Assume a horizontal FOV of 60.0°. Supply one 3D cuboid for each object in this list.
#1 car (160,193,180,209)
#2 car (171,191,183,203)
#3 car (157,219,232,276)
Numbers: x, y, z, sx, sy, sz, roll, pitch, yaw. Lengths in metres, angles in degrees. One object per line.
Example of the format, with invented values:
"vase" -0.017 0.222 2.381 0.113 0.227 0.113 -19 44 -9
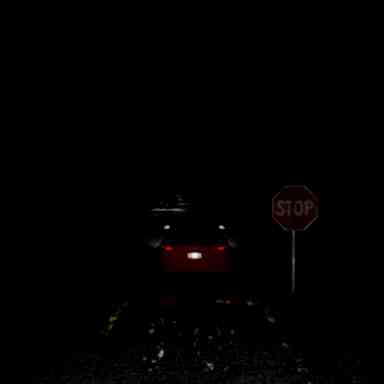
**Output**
"car" -2.843 1.250 41.437 1.837 1.490 4.892 0 1 0
"car" -2.799 0.832 58.623 2.150 2.045 5.566 0 1 1
"car" 0.075 1.512 10.149 1.994 1.385 4.181 0 0 0
